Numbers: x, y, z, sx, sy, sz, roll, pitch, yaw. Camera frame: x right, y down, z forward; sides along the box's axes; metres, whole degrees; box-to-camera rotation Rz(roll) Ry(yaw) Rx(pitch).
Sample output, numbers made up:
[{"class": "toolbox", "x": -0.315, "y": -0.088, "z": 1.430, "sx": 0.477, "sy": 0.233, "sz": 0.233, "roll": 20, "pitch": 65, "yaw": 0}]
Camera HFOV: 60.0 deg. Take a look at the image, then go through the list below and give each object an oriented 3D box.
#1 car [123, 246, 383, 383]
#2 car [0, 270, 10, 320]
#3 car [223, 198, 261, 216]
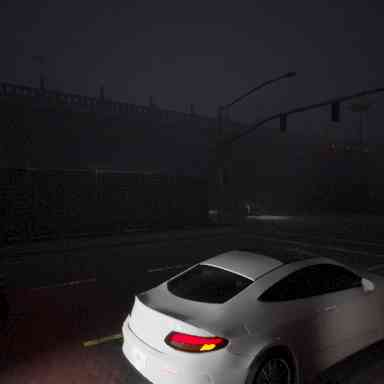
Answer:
[{"class": "car", "x": 1.343, "y": 1.526, "z": 4.745, "sx": 4.674, "sy": 1.442, "sz": 1.812, "roll": 0, "pitch": 0, "yaw": -35}, {"class": "car", "x": -5.165, "y": 1.352, "z": 4.604, "sx": 4.553, "sy": 1.767, "sz": 2.097, "roll": 0, "pitch": 0, "yaw": -35}, {"class": "car", "x": 4.840, "y": 1.407, "z": 33.585, "sx": 2.097, "sy": 1.767, "sz": 4.553, "roll": 0, "pitch": 0, "yaw": -36}]
